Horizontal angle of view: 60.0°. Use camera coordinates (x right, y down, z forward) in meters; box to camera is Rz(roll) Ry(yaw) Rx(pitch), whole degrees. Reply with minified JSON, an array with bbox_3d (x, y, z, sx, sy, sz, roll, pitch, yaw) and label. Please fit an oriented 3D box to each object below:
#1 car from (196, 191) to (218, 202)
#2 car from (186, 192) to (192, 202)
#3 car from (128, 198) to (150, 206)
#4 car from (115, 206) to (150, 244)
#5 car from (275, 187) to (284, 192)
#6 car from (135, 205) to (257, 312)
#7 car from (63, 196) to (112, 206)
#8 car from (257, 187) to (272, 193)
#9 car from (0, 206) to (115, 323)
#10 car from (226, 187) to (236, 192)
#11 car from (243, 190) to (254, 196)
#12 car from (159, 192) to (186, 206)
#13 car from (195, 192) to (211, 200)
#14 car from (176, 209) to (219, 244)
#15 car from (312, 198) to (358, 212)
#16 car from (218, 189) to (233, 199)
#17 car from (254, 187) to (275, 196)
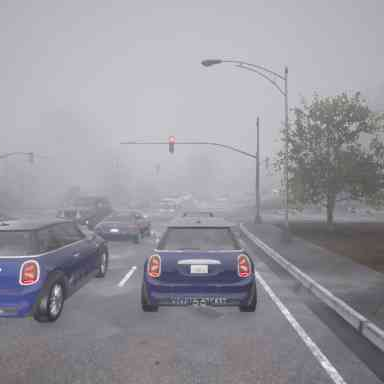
[{"bbox_3d":[2.863,0.910,67.386,2.150,2.045,5.566,0,2,22],"label":"car"},{"bbox_3d":[-1.827,1.059,64.958,2.150,2.045,5.566,0,2,21],"label":"car"},{"bbox_3d":[-7.262,1.598,45.990,2.128,1.511,4.902,0,0,12],"label":"car"},{"bbox_3d":[-3.200,1.593,16.004,1.994,1.385,4.181,0,0,2],"label":"car"},{"bbox_3d":[23.399,-0.601,89.366,1.882,1.535,5.008,0,3,38],"label":"car"},{"bbox_3d":[0.139,1.361,7.896,2.097,1.767,4.553,0,0,0],"label":"car"},{"bbox_3d":[-6.702,1.264,21.305,2.150,2.045,5.566,0,0,3],"label":"car"},{"bbox_3d":[19.799,-0.524,90.386,2.128,1.511,4.902,0,3,38],"label":"car"},{"bbox_3d":[-3.365,1.361,7.392,2.097,1.767,4.553,0,0,0],"label":"car"},{"bbox_3d":[9.941,-0.532,88.440,2.097,1.767,4.553,0,3,33],"label":"car"},{"bbox_3d":[14.130,0.204,81.901,1.812,1.442,4.674,0,3,33],"label":"car"},{"bbox_3d":[-3.036,1.327,48.880,2.150,2.045,5.566,0,0,14],"label":"car"},{"bbox_3d":[2.536,0.909,75.243,1.994,1.385,4.181,0,3,26],"label":"car"},{"bbox_3d":[0.325,1.632,16.927,1.895,1.301,4.718,0,0,2],"label":"car"},{"bbox_3d":[16.433,1.531,38.418,4.892,1.490,1.837,-1,0,4],"label":"car"},{"bbox_3d":[7.159,0.689,76.646,1.812,1.442,4.674,0,3,26],"label":"car"},{"bbox_3d":[17.659,0.140,80.965,2.128,1.511,4.902,0,3,33],"label":"car"}]
